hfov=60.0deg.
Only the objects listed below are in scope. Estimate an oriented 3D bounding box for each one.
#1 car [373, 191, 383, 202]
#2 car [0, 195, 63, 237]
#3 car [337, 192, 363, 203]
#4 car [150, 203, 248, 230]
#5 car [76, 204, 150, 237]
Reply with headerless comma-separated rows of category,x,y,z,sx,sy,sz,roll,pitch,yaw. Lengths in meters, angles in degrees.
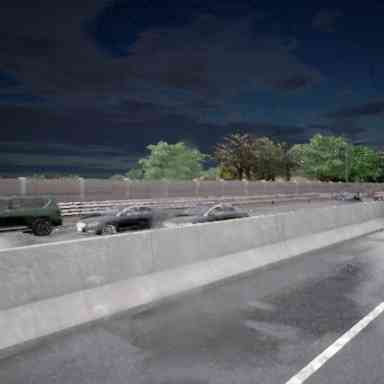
car,27.211,0.641,46.996,5.008,1.535,1.882,-1,0,-45
car,-9.111,1.217,15.940,5.566,2.045,2.150,-2,1,-45
car,22.533,0.774,47.298,5.357,1.411,2.033,-1,0,-45
car,0.730,1.305,15.838,4.902,1.511,2.128,-2,1,-45
car,-3.337,1.369,16.735,4.902,1.511,2.128,-2,1,-45
